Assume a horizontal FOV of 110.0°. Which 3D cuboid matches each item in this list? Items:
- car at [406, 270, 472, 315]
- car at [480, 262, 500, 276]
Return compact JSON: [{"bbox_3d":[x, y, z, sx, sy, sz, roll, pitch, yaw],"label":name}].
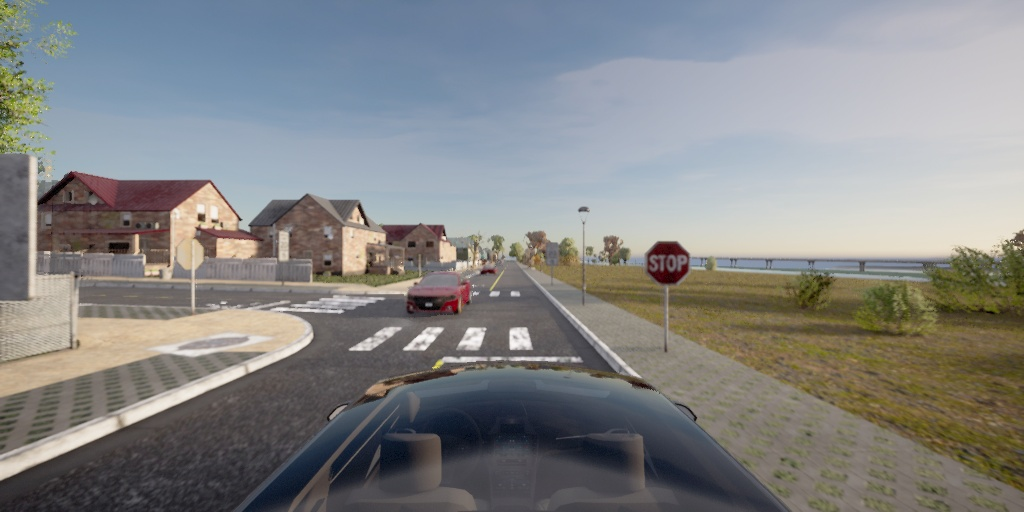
[{"bbox_3d":[-2.749,1.370,14.370,1.882,1.535,5.008,0,-1,0],"label":"car"},{"bbox_3d":[-2.757,1.725,43.089,1.895,1.301,4.718,0,0,0],"label":"car"}]
